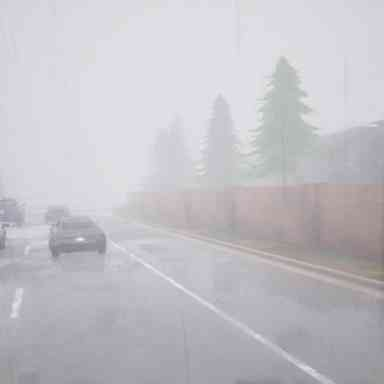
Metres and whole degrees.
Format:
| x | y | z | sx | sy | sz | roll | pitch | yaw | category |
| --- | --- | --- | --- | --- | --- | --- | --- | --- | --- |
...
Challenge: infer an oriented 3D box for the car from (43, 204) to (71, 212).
| x | y | z | sx | sy | sz | roll | pitch | yaw | category |
| --- | --- | --- | --- | --- | --- | --- | --- | --- | --- |
| -11.051 | 1.746 | 27.313 | 1.837 | 1.490 | 4.892 | -1 | 0 | -23 | car |

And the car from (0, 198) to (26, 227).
| x | y | z | sx | sy | sz | roll | pitch | yaw | category |
| --- | --- | --- | --- | --- | --- | --- | --- | --- | --- |
| -13.890 | 1.480 | 24.985 | 2.150 | 2.045 | 5.566 | 0 | 0 | -24 | car |

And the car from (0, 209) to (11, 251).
| x | y | z | sx | sy | sz | roll | pitch | yaw | category |
| --- | --- | --- | --- | --- | --- | --- | --- | --- | --- |
| -7.994 | 1.643 | 12.206 | 1.837 | 1.490 | 4.892 | 0 | 0 | -24 | car |

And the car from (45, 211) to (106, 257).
| x | y | z | sx | sy | sz | roll | pitch | yaw | category |
| --- | --- | --- | --- | --- | --- | --- | --- | --- | --- |
| -4.811 | 1.676 | 13.668 | 1.994 | 1.385 | 4.181 | 0 | 0 | -24 | car |

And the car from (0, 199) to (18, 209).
| x | y | z | sx | sy | sz | roll | pitch | yaw | category |
| --- | --- | --- | --- | --- | --- | --- | --- | --- | --- |
| -32.441 | 2.100 | 58.019 | 1.837 | 1.490 | 4.892 | -1 | 0 | -3 | car |
